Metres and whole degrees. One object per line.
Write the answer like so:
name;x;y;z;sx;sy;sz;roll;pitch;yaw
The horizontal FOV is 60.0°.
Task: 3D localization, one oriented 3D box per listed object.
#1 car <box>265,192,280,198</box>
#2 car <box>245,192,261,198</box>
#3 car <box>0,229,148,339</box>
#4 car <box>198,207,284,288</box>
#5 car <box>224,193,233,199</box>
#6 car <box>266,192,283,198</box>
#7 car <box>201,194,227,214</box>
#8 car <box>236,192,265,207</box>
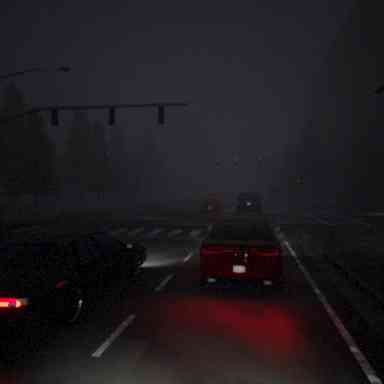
car;19.503;0.816;83.572;1.882;1.535;5.008;0;1;40
car;15.501;0.856;84.149;1.812;1.442;4.674;0;1;40
car;-2.571;1.490;6.965;2.033;1.411;5.357;0;0;11
car;1.400;1.404;9.200;1.882;1.535;5.008;0;0;10
car;8.282;0.895;79.016;1.812;1.442;4.674;0;1;26
car;22.677;0.746;91.422;5.008;1.535;1.882;0;1;-36
car;2.051;1.244;32.513;1.882;1.535;5.008;0;0;10
car;5.057;1.022;29.437;2.150;2.045;5.566;0;1;10
